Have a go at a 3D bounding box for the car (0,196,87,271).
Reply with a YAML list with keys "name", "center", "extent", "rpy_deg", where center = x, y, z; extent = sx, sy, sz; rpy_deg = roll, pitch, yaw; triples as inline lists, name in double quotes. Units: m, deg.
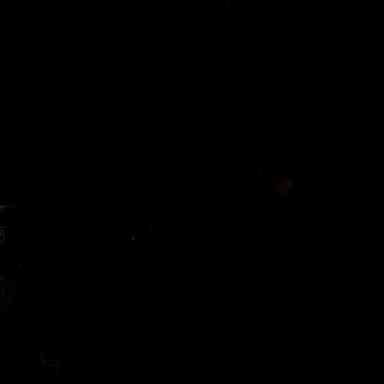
- name: "car"
  center: [-5.215, 1.166, 10.512]
  extent: [2.097, 1.767, 4.553]
  rpy_deg: [1, 1, 11]
